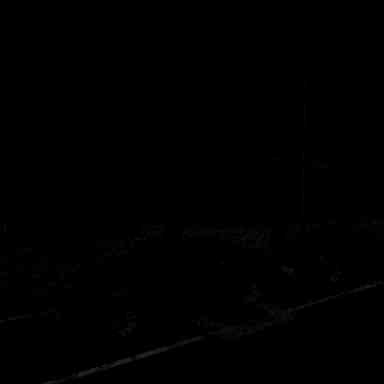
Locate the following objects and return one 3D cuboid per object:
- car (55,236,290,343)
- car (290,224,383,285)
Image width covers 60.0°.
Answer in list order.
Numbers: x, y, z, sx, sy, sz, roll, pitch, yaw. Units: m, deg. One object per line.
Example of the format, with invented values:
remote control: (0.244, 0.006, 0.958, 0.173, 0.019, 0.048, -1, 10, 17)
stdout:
car: (-0.333, 1.600, 6.520, 4.313, 1.339, 1.947, 1, 0, -36)
car: (4.245, 1.658, 9.787, 4.313, 1.339, 1.947, 1, 0, -36)
